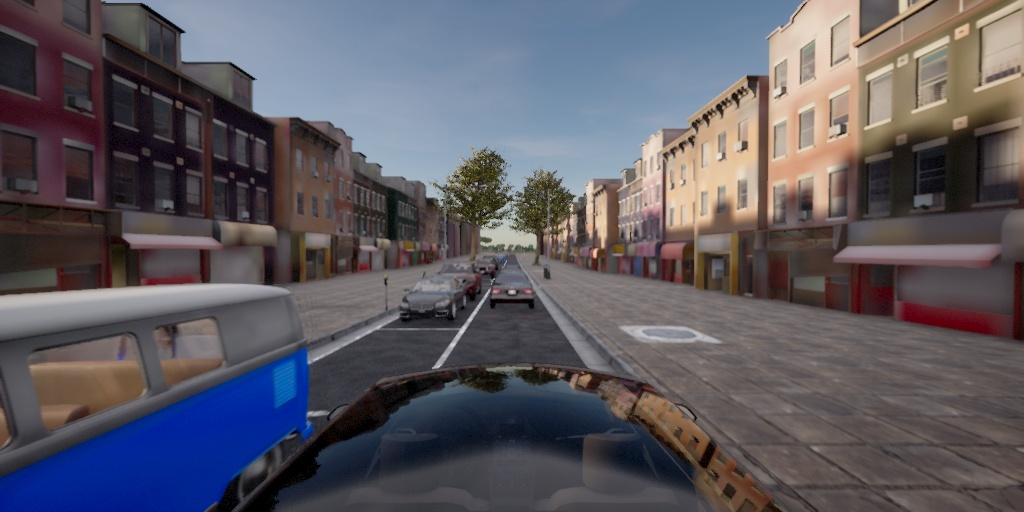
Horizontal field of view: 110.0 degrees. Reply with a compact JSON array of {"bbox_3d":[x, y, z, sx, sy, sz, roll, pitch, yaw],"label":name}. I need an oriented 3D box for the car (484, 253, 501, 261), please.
[{"bbox_3d":[-2.964,0.900,48.872,2.150,2.045,5.566,0,1,0],"label":"car"}]

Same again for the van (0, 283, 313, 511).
[{"bbox_3d":[-2.640,1.090,1.595,1.690,1.789,3.998,0,0,0],"label":"van"}]

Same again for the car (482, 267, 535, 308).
[{"bbox_3d":[0.006,1.397,15.832,2.033,1.411,5.357,0,0,0],"label":"car"}]

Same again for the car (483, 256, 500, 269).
[{"bbox_3d":[-2.626,1.136,34.878,2.192,1.841,5.009,0,0,0],"label":"car"}]

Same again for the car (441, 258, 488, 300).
[{"bbox_3d":[-2.633,1.173,18.234,2.192,1.841,5.009,0,0,0],"label":"car"}]

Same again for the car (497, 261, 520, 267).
[{"bbox_3d":[0.016,1.408,31.163,1.994,1.385,4.181,0,0,0],"label":"car"}]

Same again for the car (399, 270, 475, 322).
[{"bbox_3d":[-2.636,1.386,12.680,2.007,1.370,4.403,0,0,0],"label":"car"}]
